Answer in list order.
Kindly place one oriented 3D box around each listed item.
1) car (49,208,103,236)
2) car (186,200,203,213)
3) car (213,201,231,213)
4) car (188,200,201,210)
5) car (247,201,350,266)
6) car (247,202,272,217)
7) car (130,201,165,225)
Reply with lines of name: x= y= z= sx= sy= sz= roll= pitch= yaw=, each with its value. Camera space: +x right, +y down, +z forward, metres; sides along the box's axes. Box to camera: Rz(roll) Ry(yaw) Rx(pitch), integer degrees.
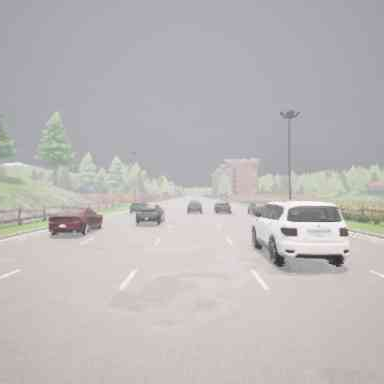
car: x=-6.786 y=1.665 z=19.939 sx=1.882 sy=1.535 sz=5.008 roll=0 pitch=-1 yaw=0
car: x=0.337 y=1.889 z=42.138 sx=2.128 sy=1.511 sz=4.902 roll=0 pitch=-1 yaw=0
car: x=3.842 y=1.893 z=42.416 sx=2.128 sy=1.511 sz=4.902 roll=0 pitch=-1 yaw=0
car: x=0.359 y=2.023 z=52.526 sx=1.812 sy=1.442 sz=4.674 roll=0 pitch=-1 yaw=-1
car: x=3.668 y=1.340 z=12.210 sx=2.150 sy=2.045 sz=5.566 roll=0 pitch=0 yaw=0
car: x=7.310 y=1.874 z=36.601 sx=1.812 sy=1.442 sz=4.674 roll=0 pitch=0 yaw=0
car: x=-3.249 y=1.740 z=26.397 sx=2.128 sy=1.511 sz=4.902 roll=0 pitch=-1 yaw=0
